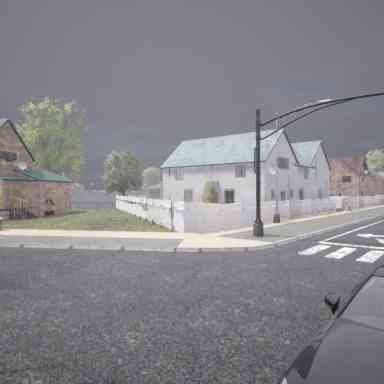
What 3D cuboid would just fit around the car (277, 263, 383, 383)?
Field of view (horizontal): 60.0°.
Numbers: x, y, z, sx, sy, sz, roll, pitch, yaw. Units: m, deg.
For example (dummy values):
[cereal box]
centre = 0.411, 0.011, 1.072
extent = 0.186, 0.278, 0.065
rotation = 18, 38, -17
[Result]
[car]
centre = 2.573, 1.525, 3.480
extent = 1.812, 1.442, 4.674
rotation = 0, 0, 42
